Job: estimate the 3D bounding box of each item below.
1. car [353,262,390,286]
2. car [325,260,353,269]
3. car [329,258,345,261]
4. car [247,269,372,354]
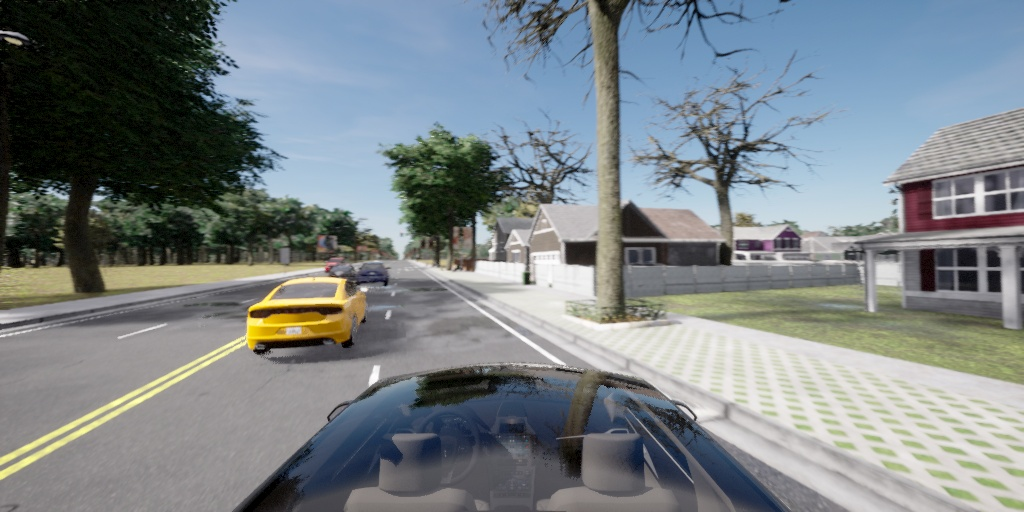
[{"bbox_3d":[-10.205,1.224,26.594,2.097,1.767,4.553,-1,0,-17],"label":"car"},{"bbox_3d":[-16.218,1.433,34.478,2.128,1.511,4.902,-1,0,-17],"label":"car"},{"bbox_3d":[-24.014,1.280,49.144,2.150,2.045,5.566,-1,0,-17],"label":"car"},{"bbox_3d":[-4.873,1.279,9.186,1.882,1.535,5.008,-1,0,-17],"label":"car"}]
